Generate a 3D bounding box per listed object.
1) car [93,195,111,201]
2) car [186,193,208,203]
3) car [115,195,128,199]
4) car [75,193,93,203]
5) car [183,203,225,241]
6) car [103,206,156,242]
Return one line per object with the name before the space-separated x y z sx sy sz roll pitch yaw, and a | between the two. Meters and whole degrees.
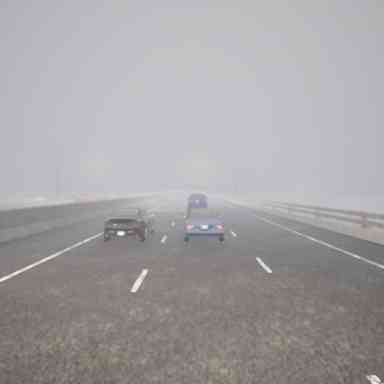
car | -16.972 1.352 63.816 1.837 1.490 4.892 0 0 0
car | 0.581 1.146 36.816 2.150 2.045 5.566 0 0 0
car | -13.472 1.362 63.809 2.128 1.511 4.902 0 0 0
car | -20.472 1.125 63.790 2.150 2.045 5.566 0 0 0
car | 0.544 1.516 16.497 2.033 1.411 5.357 0 0 0
car | -2.955 1.472 16.284 1.837 1.490 4.892 0 0 0
